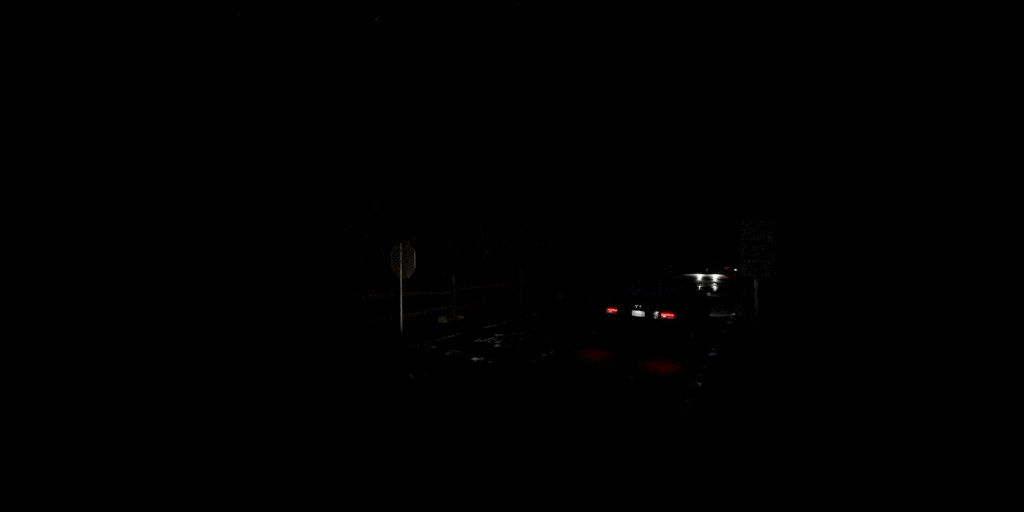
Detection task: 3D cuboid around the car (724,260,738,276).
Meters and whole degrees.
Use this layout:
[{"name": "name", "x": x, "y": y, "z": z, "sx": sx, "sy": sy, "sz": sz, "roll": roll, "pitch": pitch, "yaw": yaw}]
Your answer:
[{"name": "car", "x": 22.188, "y": 1.265, "z": 35.343, "sx": 1.994, "sy": 1.385, "sz": 4.181, "roll": 0, "pitch": 0, "yaw": 36}]

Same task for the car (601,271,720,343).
[{"name": "car", "x": 4.178, "y": 1.291, "z": 9.820, "sx": 2.033, "sy": 1.411, "sz": 5.357, "roll": 0, "pitch": 0, "yaw": 35}]

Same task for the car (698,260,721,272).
[{"name": "car", "x": 22.178, "y": 1.197, "z": 40.195, "sx": 1.837, "sy": 1.490, "sz": 4.892, "roll": 0, "pitch": 0, "yaw": 35}]
